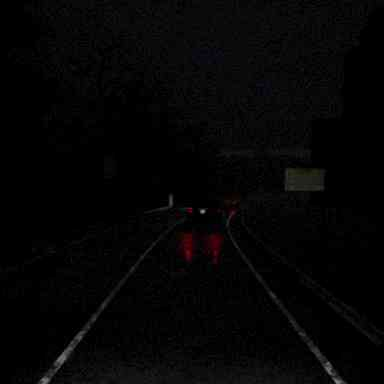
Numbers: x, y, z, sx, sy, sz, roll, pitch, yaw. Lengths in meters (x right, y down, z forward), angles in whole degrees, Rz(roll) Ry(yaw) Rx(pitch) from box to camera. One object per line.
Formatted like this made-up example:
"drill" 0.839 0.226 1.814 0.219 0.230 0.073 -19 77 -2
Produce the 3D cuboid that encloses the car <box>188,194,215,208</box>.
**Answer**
"car" 1.321 1.130 42.280 2.033 1.411 5.357 2 2 18

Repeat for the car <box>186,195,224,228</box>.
"car" 0.858 1.199 22.106 2.150 2.045 5.566 1 1 5

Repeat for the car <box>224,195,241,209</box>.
"car" 4.947 1.147 41.352 1.801 1.575 5.366 2 2 17
